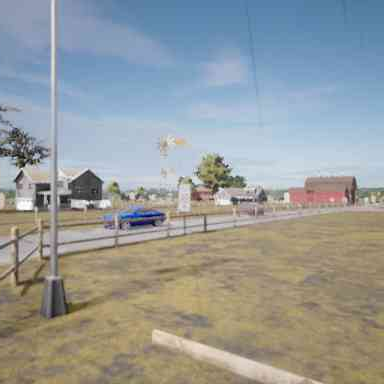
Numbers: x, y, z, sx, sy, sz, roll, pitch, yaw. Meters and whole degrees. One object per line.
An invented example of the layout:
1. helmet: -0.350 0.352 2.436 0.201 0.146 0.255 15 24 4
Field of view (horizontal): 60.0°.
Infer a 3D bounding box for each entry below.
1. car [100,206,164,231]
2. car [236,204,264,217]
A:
1. car: -4.050 1.740 23.150 1.882 1.535 5.008 0 -1 36
2. car: 6.671 2.053 38.008 1.812 1.442 4.674 0 -1 36
